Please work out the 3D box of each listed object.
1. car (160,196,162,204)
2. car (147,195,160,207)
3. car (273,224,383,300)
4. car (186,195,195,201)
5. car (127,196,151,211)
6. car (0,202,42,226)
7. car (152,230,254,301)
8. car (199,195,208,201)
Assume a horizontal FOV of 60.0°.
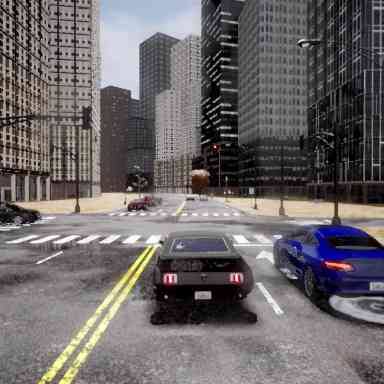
[{"bbox_3d":[-6.502,1.416,60.890,2.128,1.511,4.902,0,0,0],"label":"car"},{"bbox_3d":[-6.520,1.299,50.599,2.097,1.767,4.553,0,0,0],"label":"car"},{"bbox_3d":[3.354,1.523,8.254,1.812,1.442,4.674,0,0,1],"label":"car"},{"bbox_3d":[-0.427,1.469,80.443,1.895,1.301,4.718,0,0,-4],"label":"car"},{"bbox_3d":[-6.535,1.530,40.350,1.994,1.385,4.181,0,0,0],"label":"car"},{"bbox_3d":[-12.870,1.452,22.785,4.892,1.490,1.837,0,0,1],"label":"car"},{"bbox_3d":[0.111,1.598,8.286,1.895,1.301,4.718,0,0,-3],"label":"car"},{"bbox_3d":[2.822,1.396,80.556,1.812,1.442,4.674,0,0,-4],"label":"car"}]
